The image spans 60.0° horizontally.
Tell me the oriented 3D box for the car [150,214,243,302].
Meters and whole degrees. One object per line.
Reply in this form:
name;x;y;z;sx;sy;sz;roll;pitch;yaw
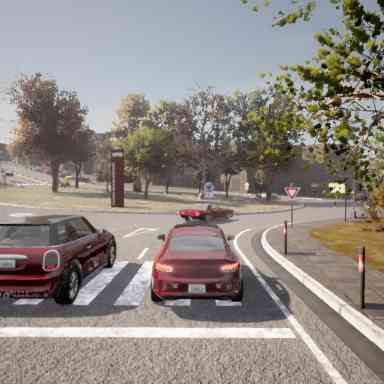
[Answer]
car;0.105;1.498;8.074;1.812;1.442;4.674;0;0;0

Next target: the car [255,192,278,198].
car;14.338;0.556;64.282;1.895;1.301;4.718;-1;3;-29

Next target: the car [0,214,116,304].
car;-3.355;1.324;8.234;2.097;1.767;4.553;0;0;1

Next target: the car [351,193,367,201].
car;29.232;0.939;56.398;5.357;1.411;2.033;2;0;-34

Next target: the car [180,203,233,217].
car;1.226;1.504;24.740;1.895;1.301;4.718;3;1;36
